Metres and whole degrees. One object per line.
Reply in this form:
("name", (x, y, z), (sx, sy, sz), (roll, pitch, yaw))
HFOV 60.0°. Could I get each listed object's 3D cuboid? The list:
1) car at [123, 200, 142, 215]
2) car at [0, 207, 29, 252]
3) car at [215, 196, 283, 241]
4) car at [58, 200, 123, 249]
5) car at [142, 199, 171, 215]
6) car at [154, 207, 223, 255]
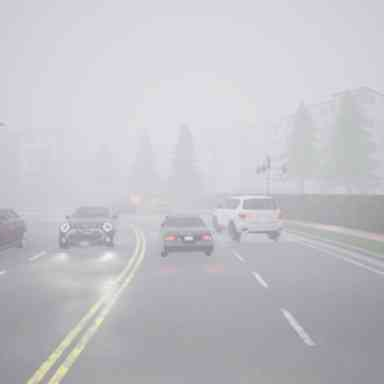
("car", (-7.035, 1.479, 32.447), (2.128, 1.511, 4.902), (0, 0, -31))
("car", (-7.498, 1.347, 11.527), (2.097, 1.767, 4.553), (0, 0, -6))
("car", (2.611, 1.213, 16.847), (2.150, 2.045, 5.566), (0, 0, -10))
("car", (-4.357, 1.346, 14.653), (2.097, 1.767, 4.553), (0, 0, -9))
("car", (-3.900, 1.465, 33.961), (1.882, 1.535, 5.008), (0, 0, -30))
("car", (-0.373, 1.543, 13.227), (2.033, 1.411, 5.357), (0, 0, -6))
